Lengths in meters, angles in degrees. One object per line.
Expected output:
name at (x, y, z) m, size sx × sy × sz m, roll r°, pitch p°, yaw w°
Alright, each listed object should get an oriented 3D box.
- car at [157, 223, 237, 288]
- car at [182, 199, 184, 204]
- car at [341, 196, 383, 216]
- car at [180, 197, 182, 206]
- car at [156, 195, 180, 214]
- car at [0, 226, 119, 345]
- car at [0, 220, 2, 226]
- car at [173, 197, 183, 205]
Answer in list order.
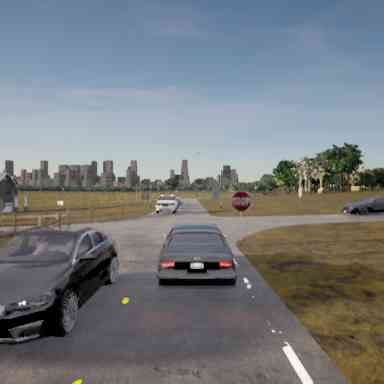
car at (0.097, 1.578, 9.376) m, size 2.033 × 1.411 × 5.357 m, roll 0°, pitch 0°, yaw 0°
car at (-2.842, 1.756, 57.829) m, size 2.033 × 1.411 × 5.357 m, roll 0°, pitch 0°, yaw 0°
car at (14.331, 1.019, 25.431) m, size 5.357 × 1.411 × 2.033 m, roll -2°, pitch 0°, yaw 0°
car at (-2.851, 1.687, 48.103) m, size 1.812 × 1.442 × 4.674 m, roll 0°, pitch 0°, yaw 0°
car at (-2.853, 1.345, 38.200) m, size 2.150 × 2.045 × 5.566 m, roll 0°, pitch 0°, yaw 0°
car at (-2.824, 1.513, 6.773) m, size 2.128 × 1.511 × 4.902 m, roll 0°, pitch 0°, yaw 0°
car at (-15.569, 2.096, 22.430) m, size 5.008 × 1.535 × 1.882 m, roll -2°, pitch 0°, yaw 0°
car at (-2.774, 1.797, 68.285) m, size 1.812 × 1.442 × 4.674 m, roll 0°, pitch 0°, yaw 0°
